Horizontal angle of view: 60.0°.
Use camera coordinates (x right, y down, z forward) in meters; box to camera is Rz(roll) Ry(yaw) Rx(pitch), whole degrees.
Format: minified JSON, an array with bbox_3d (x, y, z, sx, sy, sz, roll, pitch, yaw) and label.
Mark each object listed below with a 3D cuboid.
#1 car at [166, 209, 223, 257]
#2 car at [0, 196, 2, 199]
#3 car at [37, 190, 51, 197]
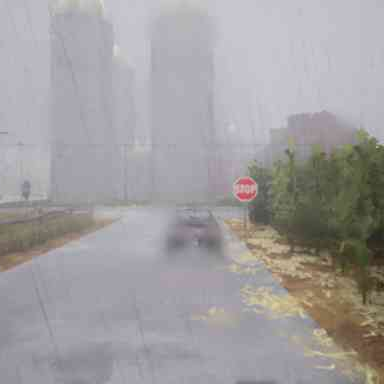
[{"bbox_3d":[0.098,1.367,12.455,2.128,1.511,4.902,0,1,1],"label":"car"},{"bbox_3d":[-36.671,0.787,59.761,4.611,1.667,2.242,0,1,0],"label":"car"},{"bbox_3d":[-36.826,0.327,83.963,3.866,1.878,1.905,0,1,0],"label":"car"}]
